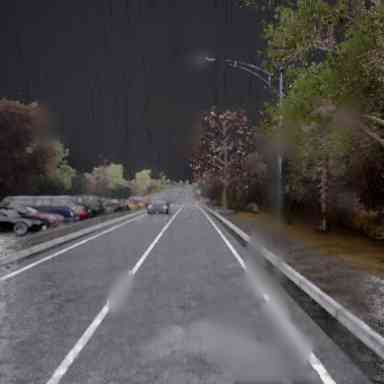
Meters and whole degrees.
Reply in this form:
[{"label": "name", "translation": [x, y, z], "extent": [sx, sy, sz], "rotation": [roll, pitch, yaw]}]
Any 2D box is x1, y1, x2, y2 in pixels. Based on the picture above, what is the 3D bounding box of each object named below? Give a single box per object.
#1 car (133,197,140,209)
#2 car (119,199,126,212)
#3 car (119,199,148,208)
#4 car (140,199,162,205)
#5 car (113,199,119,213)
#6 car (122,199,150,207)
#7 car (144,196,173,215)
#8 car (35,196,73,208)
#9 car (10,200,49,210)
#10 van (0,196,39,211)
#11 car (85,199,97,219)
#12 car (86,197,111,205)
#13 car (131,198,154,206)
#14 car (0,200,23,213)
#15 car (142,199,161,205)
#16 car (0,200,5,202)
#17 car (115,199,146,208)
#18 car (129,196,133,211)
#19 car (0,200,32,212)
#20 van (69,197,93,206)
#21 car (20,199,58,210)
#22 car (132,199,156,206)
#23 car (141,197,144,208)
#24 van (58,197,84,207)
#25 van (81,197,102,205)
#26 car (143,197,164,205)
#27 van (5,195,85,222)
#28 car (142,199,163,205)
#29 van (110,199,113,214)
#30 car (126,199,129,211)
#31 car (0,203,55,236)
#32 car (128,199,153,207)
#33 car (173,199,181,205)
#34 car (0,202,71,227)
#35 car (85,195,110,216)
[{"label": "car", "translation": [-10.259, 1.803, 45.661], "extent": [5.366, 1.575, 1.946], "rotation": [0, -1, 0]}, {"label": "car", "translation": [-10.418, 1.663, 37.333], "extent": [5.008, 1.535, 2.097], "rotation": [0, -1, 0]}, {"label": "car", "translation": [-10.451, 2.073, 59.539], "extent": [4.792, 1.488, 2.163], "rotation": [0, -1, 0]}, {"label": "car", "translation": [-10.359, 2.554, 84.510], "extent": [5.366, 1.575, 1.946], "rotation": [0, -1, 0]}, {"label": "car", "translation": [-10.419, 1.655, 34.557], "extent": [4.674, 1.452, 2.002], "rotation": [0, -1, 0]}, {"label": "car", "translation": [-10.458, 2.121, 62.315], "extent": [4.792, 1.488, 2.163], "rotation": [0, -1, 0]}, {"label": "car", "translation": [-3.458, 1.513, 35.253], "extent": [2.097, 1.767, 4.553], "rotation": [0, -1, 0]}, {"label": "car", "translation": [-23.525, 1.745, 56.826], "extent": [5.566, 2.045, 2.435], "rotation": [0, -1, 0]}, {"label": "car", "translation": [-23.534, 1.892, 48.386], "extent": [4.674, 1.452, 2.002], "rotation": [0, -1, 0]}, {"label": "van", "translation": [-23.641, 1.579, 45.620], "extent": [4.442, 1.987, 1.878], "rotation": [0, -1, 0]}, {"label": "car", "translation": [-10.424, 1.532, 26.256], "extent": [4.792, 1.488, 2.163], "rotation": [0, -1, 0]}, {"label": "car", "translation": [-23.653, 2.306, 84.514], "extent": [5.566, 2.045, 2.435], "rotation": [0, -1, 0]}, {"label": "car", "translation": [-10.540, 2.111, 70.642], "extent": [4.553, 1.767, 2.185], "rotation": [0, -1, 0]}, {"label": "car", "translation": [-23.505, 1.711, 40.202], "extent": [5.008, 1.535, 2.097], "rotation": [0, -1, 0]}, {"label": "car", "translation": [-10.558, 2.630, 87.284], "extent": [4.892, 1.521, 2.231], "rotation": [0, -1, 0]}, {"label": "car", "translation": [-23.475, 1.411, 37.312], "extent": [5.566, 2.045, 2.435], "rotation": [0, -1, 0]}, {"label": "car", "translation": [-10.444, 2.026, 56.763], "extent": [4.792, 1.488, 2.163], "rotation": [0, -1, 0]}, {"label": "car", "translation": [-10.406, 1.632, 42.887], "extent": [4.553, 1.767, 2.185], "rotation": [0, -1, 0]}, {"label": "car", "translation": [-23.515, 1.799, 42.972], "extent": [4.674, 1.452, 2.002], "rotation": [0, -1, 0]}, {"label": "van", "translation": [-23.480, 2.011, 70.690], "extent": [4.442, 1.987, 1.878], "rotation": [0, -1, -1]}, {"label": "car", "translation": [-23.533, 1.901, 51.281], "extent": [5.008, 1.535, 2.097], "rotation": [0, -1, 0]}, {"label": "car", "translation": [-10.510, 2.291, 73.419], "extent": [4.892, 1.521, 2.231], "rotation": [0, -1, 0]}, {"label": "car", "translation": [-10.465, 1.902, 51.212], "extent": [4.892, 1.521, 2.231], "rotation": [0, -1, 0]}, {"label": "van", "translation": [-23.691, 1.913, 65.134], "extent": [4.442, 1.987, 1.878], "rotation": [0, -1, 0]}, {"label": "van", "translation": [-23.726, 2.187, 78.851], "extent": [4.442, 1.987, 1.878], "rotation": [0, -1, 0]}, {"label": "car", "translation": [-10.594, 2.521, 92.842], "extent": [5.566, 2.045, 2.435], "rotation": [0, -1, 0]}, {"label": "van", "translation": [-10.271, 1.273, 23.474], "extent": [4.442, 1.987, 1.878], "rotation": [0, 0, 0]}, {"label": "car", "translation": [-10.744, 2.697, 90.059], "extent": [5.366, 1.575, 1.946], "rotation": [0, -1, 0]}, {"label": "van", "translation": [-10.292, 1.342, 31.786], "extent": [4.442, 1.987, 1.878], "rotation": [0, -1, 0]}, {"label": "car", "translation": [-10.399, 1.585, 40.112], "extent": [4.553, 1.767, 2.185], "rotation": [0, -1, 0]}, {"label": "car", "translation": [-10.344, 1.523, 17.920], "extent": [4.792, 1.488, 2.163], "rotation": [0, 0, 0]}, {"label": "car", "translation": [-10.531, 2.216, 67.867], "extent": [4.792, 1.488, 2.163], "rotation": [0, -1, 0]}, {"label": "car", "translation": [-3.589, 2.267, 77.498], "extent": [1.994, 1.385, 4.181], "rotation": [0, -1, 0]}, {"label": "car", "translation": [-10.383, 1.536, 20.697], "extent": [4.674, 1.452, 2.002], "rotation": [0, 0, 0]}, {"label": "car", "translation": [-10.430, 1.269, 29.010], "extent": [5.566, 2.045, 2.435], "rotation": [0, -1, 0]}]
